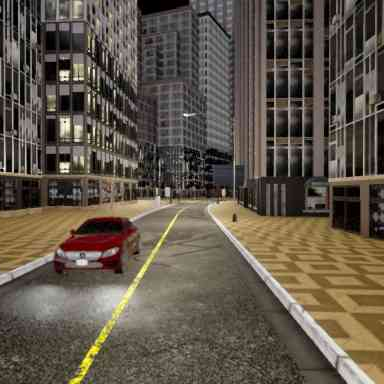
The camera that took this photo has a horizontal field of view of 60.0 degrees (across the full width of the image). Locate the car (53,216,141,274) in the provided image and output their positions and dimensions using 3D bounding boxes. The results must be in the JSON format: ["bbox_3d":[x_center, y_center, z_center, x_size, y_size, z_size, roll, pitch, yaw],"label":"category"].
[{"bbox_3d":[-2.775,1.525,10.705,1.812,1.442,4.674,0,0,0],"label":"car"}]
